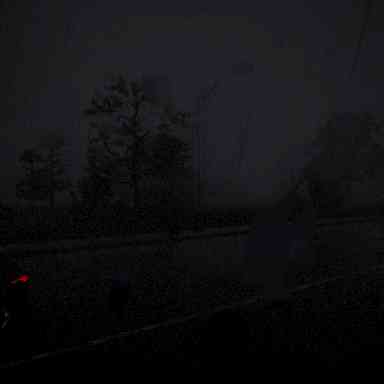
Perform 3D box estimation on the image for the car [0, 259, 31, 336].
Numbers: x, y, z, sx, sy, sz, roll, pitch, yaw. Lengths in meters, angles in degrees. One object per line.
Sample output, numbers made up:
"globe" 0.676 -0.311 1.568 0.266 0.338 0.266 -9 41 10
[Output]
"car" -4.712 1.564 4.931 4.181 1.385 1.994 0 0 -35
